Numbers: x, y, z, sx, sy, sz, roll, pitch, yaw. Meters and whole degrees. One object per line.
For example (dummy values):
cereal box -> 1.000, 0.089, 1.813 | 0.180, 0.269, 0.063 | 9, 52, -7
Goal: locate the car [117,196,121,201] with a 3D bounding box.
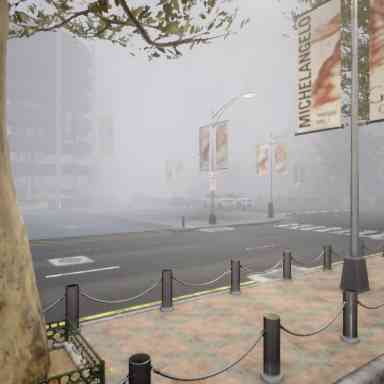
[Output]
car -> -19.513, 1.417, 79.668 | 5.008, 1.535, 1.882 | 0, 0, 12

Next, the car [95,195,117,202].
car -> -20.478, 1.449, 76.304 | 4.892, 1.490, 1.837 | 0, 0, 12

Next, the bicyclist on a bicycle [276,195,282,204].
bicyclist on a bicycle -> 15.736, 1.298, 60.476 | 1.656, 1.620, 0.582 | 0, 0, -36

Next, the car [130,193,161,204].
car -> -9.088, 1.220, 62.283 | 5.566, 2.045, 2.150 | 0, 0, 40

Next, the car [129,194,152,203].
car -> -11.237, 1.354, 72.586 | 4.553, 1.767, 2.097 | 0, 0, 26

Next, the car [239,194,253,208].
car -> 6.425, 1.220, 48.576 | 2.150, 2.045, 5.566 | 0, 0, -35

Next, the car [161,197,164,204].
car -> -5.765, 1.599, 63.974 | 4.718, 1.301, 1.895 | 0, 0, 43

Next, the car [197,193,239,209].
car -> 3.569, 1.220, 46.552 | 2.150, 2.045, 5.566 | 0, 0, -35

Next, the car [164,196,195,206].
car -> -2.147, 1.504, 54.463 | 1.837, 1.490, 4.892 | 0, 0, -37

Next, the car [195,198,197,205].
car -> 0.714, 1.599, 56.502 | 1.895, 1.301, 4.718 | 0, 0, -37
